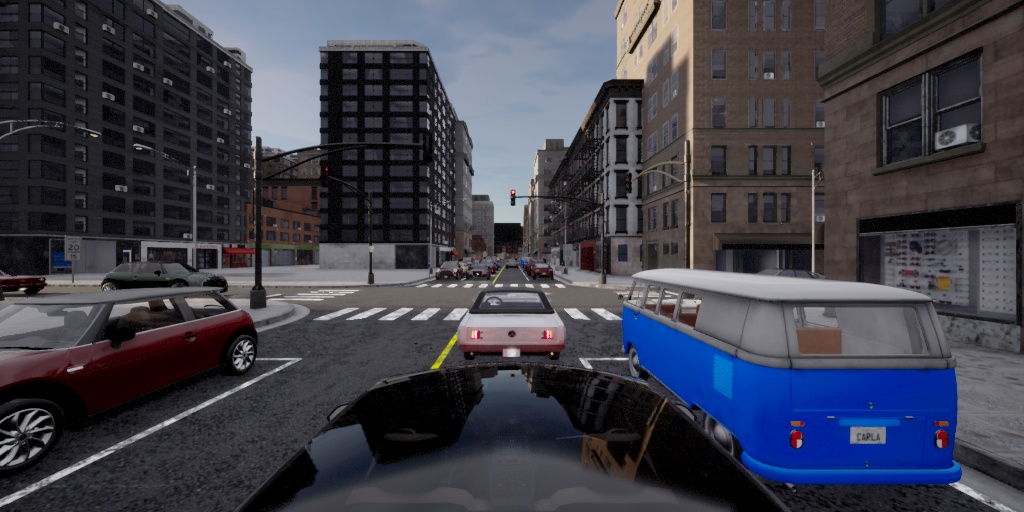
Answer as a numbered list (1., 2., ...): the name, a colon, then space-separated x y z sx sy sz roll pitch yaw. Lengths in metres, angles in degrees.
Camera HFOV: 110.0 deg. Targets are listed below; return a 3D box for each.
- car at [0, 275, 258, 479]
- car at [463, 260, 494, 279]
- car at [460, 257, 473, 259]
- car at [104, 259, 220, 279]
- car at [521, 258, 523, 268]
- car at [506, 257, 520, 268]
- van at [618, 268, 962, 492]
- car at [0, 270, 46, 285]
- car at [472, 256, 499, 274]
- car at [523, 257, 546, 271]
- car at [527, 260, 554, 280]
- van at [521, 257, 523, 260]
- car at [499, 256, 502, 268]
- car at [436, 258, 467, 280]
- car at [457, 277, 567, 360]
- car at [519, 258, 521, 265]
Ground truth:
1. car: -5.388 1.190 4.498 1.967 1.591 4.097 0 0 0
2. car: -2.882 1.313 31.553 1.994 1.385 4.181 0 0 -1
3. car: -5.430 1.063 42.196 2.192 1.841 5.009 0 0 0
4. car: -16.004 1.022 16.715 4.553 1.767 2.097 0 0 0
5. car: 2.589 1.292 47.615 1.888 1.381 4.507 0 0 0
6. car: 0.038 1.306 58.766 1.994 1.385 4.181 0 0 0
7. van: 2.637 1.091 4.506 1.690 1.789 3.998 0 0 0
8. car: -24.983 1.220 16.701 4.718 1.301 1.895 0 0 0
9. car: -2.874 1.100 40.173 2.097 1.767 4.553 0 0 0
10. car: 2.601 1.063 36.796 2.192 1.841 5.009 0 0 0
11. car: 2.607 1.294 31.386 1.888 1.381 4.507 0 0 0
12. van: 2.583 1.086 53.025 1.690 1.789 3.998 0 0 0
13. car: -2.887 1.099 49.048 2.097 1.767 4.553 0 0 0
14. car: -5.418 1.188 31.377 1.967 1.591 4.097 0 0 0
15. car: -0.005 1.351 8.292 1.895 1.301 4.718 0 0 0
16. car: 2.577 1.309 58.434 1.948 1.339 4.313 0 0 0
